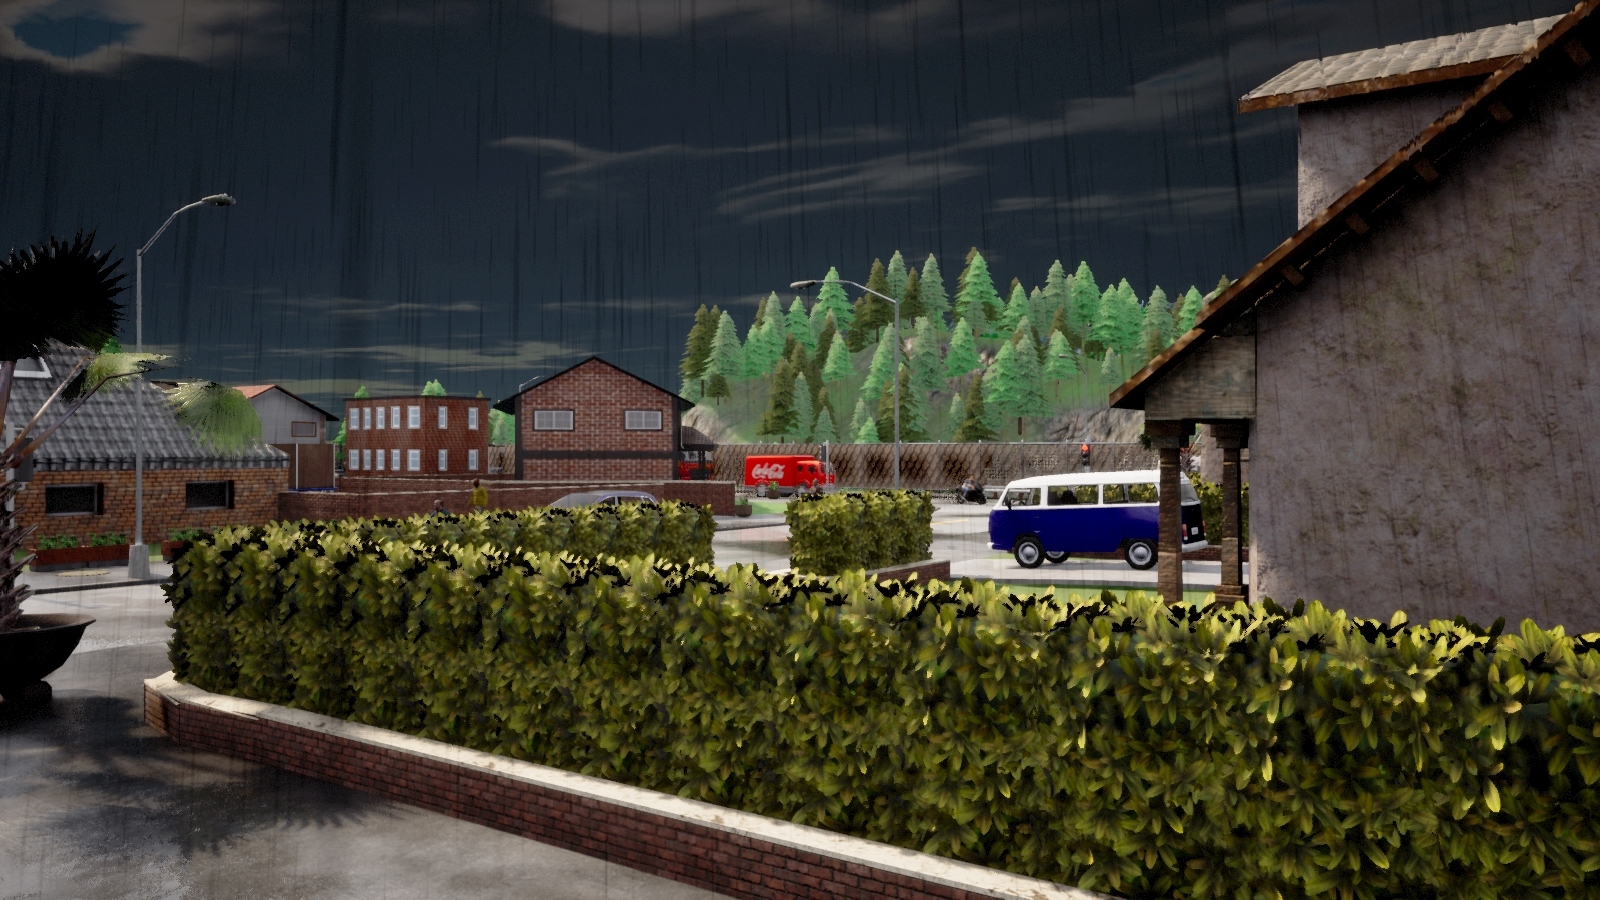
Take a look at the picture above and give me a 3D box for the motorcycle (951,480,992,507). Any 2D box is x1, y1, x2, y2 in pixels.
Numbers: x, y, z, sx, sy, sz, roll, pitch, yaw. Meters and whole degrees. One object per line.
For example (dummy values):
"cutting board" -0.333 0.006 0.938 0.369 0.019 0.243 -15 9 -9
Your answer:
"motorcycle" 8.642 2.175 57.677 0.803 1.199 2.033 -5 3 -37

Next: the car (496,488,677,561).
"car" -5.756 1.958 31.296 2.242 1.667 4.611 0 0 35

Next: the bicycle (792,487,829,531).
"bicycle" 0.377 2.051 40.127 0.329 1.471 1.835 0 0 35

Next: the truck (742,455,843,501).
"truck" -0.449 1.551 65.193 5.204 2.467 2.627 0 0 35

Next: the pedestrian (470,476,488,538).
"pedestrian" -9.747 1.732 34.697 0.375 1.860 0.375 0 0 34
